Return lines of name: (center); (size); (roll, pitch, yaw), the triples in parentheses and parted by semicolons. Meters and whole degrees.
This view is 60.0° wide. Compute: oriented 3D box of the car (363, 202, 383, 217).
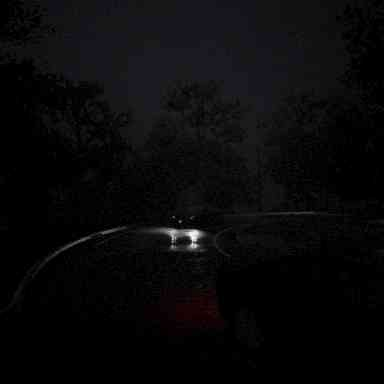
car: (18.109, 1.429, 29.949); (4.902, 1.511, 2.128); (0, 0, 15)

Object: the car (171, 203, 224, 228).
car: (0.518, 1.505, 22.055); (1.812, 1.442, 4.674); (-1, 0, 32)

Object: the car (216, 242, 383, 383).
car: (2.378, 1.469, 4.022); (1.882, 1.535, 5.008); (-1, 0, -36)
